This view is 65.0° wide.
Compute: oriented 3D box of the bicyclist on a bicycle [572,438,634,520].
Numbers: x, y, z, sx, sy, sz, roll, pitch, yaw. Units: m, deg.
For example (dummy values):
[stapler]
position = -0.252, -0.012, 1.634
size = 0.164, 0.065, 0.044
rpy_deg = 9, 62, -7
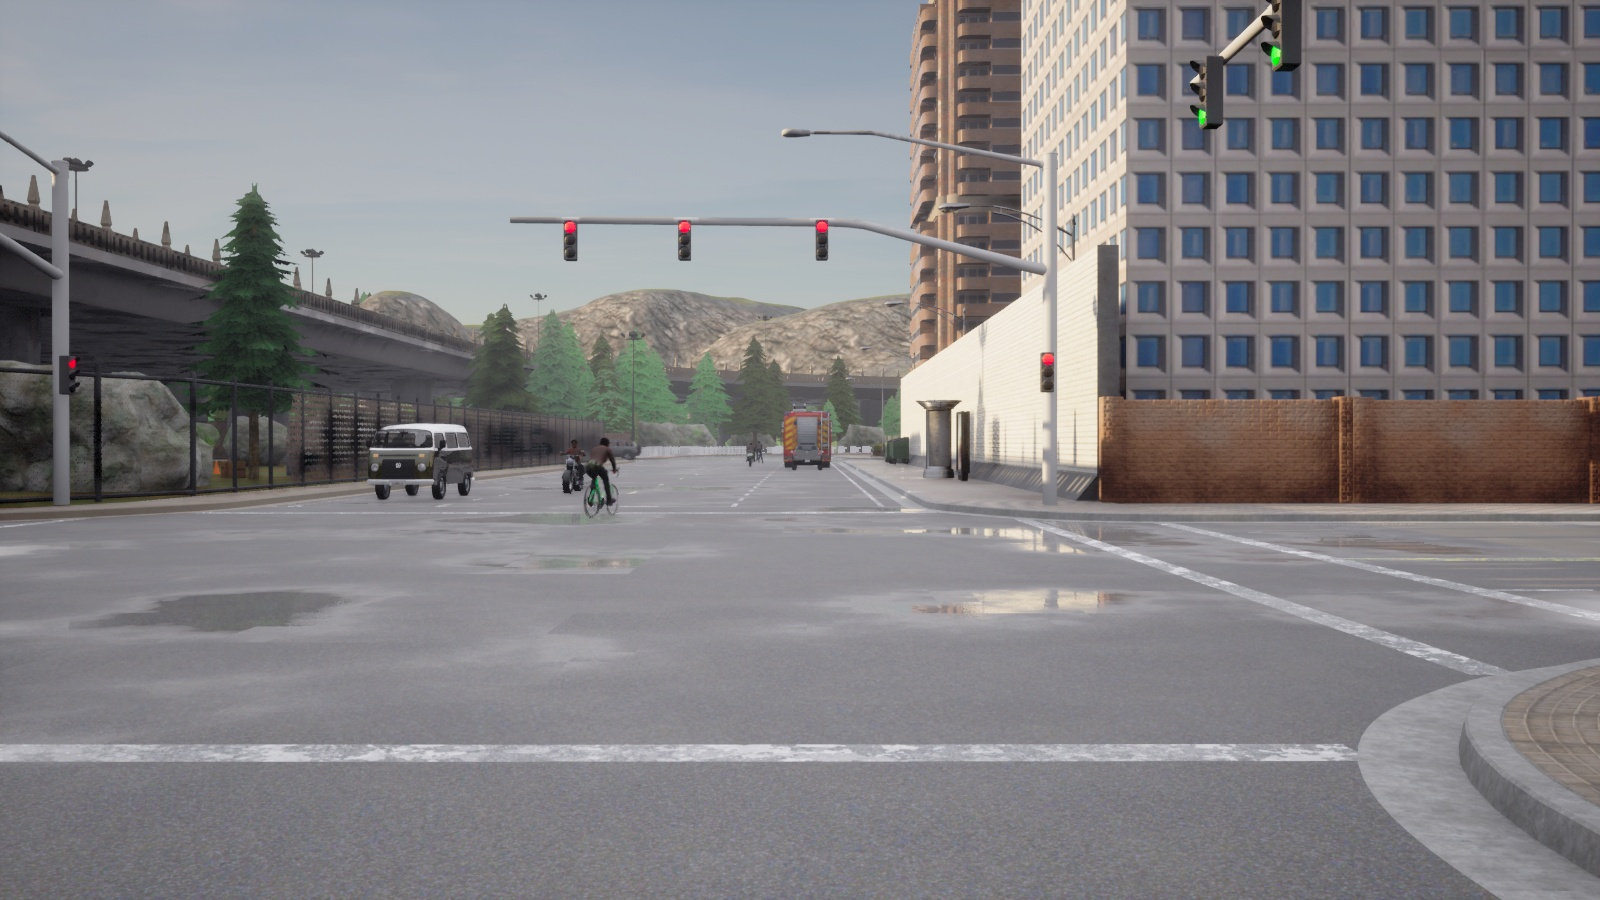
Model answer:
[bicyclist on a bicycle]
position = -4.028, 0.570, 25.786
size = 0.582, 1.620, 1.656
rpy_deg = -1, 0, 16

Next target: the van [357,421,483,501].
[van]
position = -10.298, 0.267, 34.391
size = 2.069, 2.038, 4.480
rpy_deg = 0, 0, 0

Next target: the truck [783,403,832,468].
[truck]
position = 0.443, -0.860, 78.360
size = 2.891, 3.827, 8.468
rpy_deg = 0, 0, 0

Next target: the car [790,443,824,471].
[car]
position = 0.392, 0.371, 69.074
size = 1.845, 1.501, 3.633
rpy_deg = 0, 0, 0

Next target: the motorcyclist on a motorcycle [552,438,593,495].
[motorcyclist on a motorcycle]
position = -6.781, 0.480, 37.514
size = 0.766, 1.649, 2.350
rpy_deg = 0, 0, 0
